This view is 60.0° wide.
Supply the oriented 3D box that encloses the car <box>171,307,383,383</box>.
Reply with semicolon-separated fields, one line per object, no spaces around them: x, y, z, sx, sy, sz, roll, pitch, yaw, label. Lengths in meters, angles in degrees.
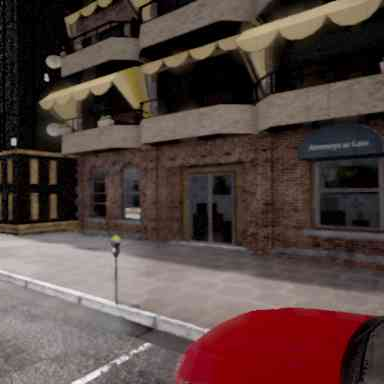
2.094;1.315;1.397;5.009;1.841;2.192;0;-1;36;car
